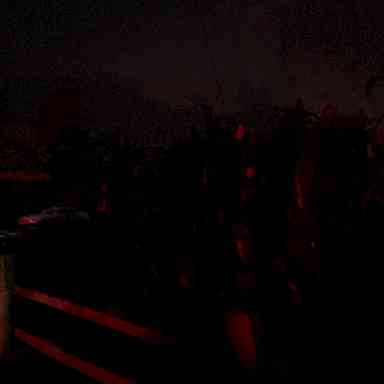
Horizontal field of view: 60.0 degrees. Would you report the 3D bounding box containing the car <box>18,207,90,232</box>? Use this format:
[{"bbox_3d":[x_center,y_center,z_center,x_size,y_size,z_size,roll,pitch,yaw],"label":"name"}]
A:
[{"bbox_3d":[-8.953,1.714,21.961,1.812,1.442,4.674,0,-1,35],"label":"car"}]

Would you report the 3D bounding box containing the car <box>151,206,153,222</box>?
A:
[{"bbox_3d":[-3.163,1.807,29.955,1.837,1.490,4.892,0,-1,36],"label":"car"}]
